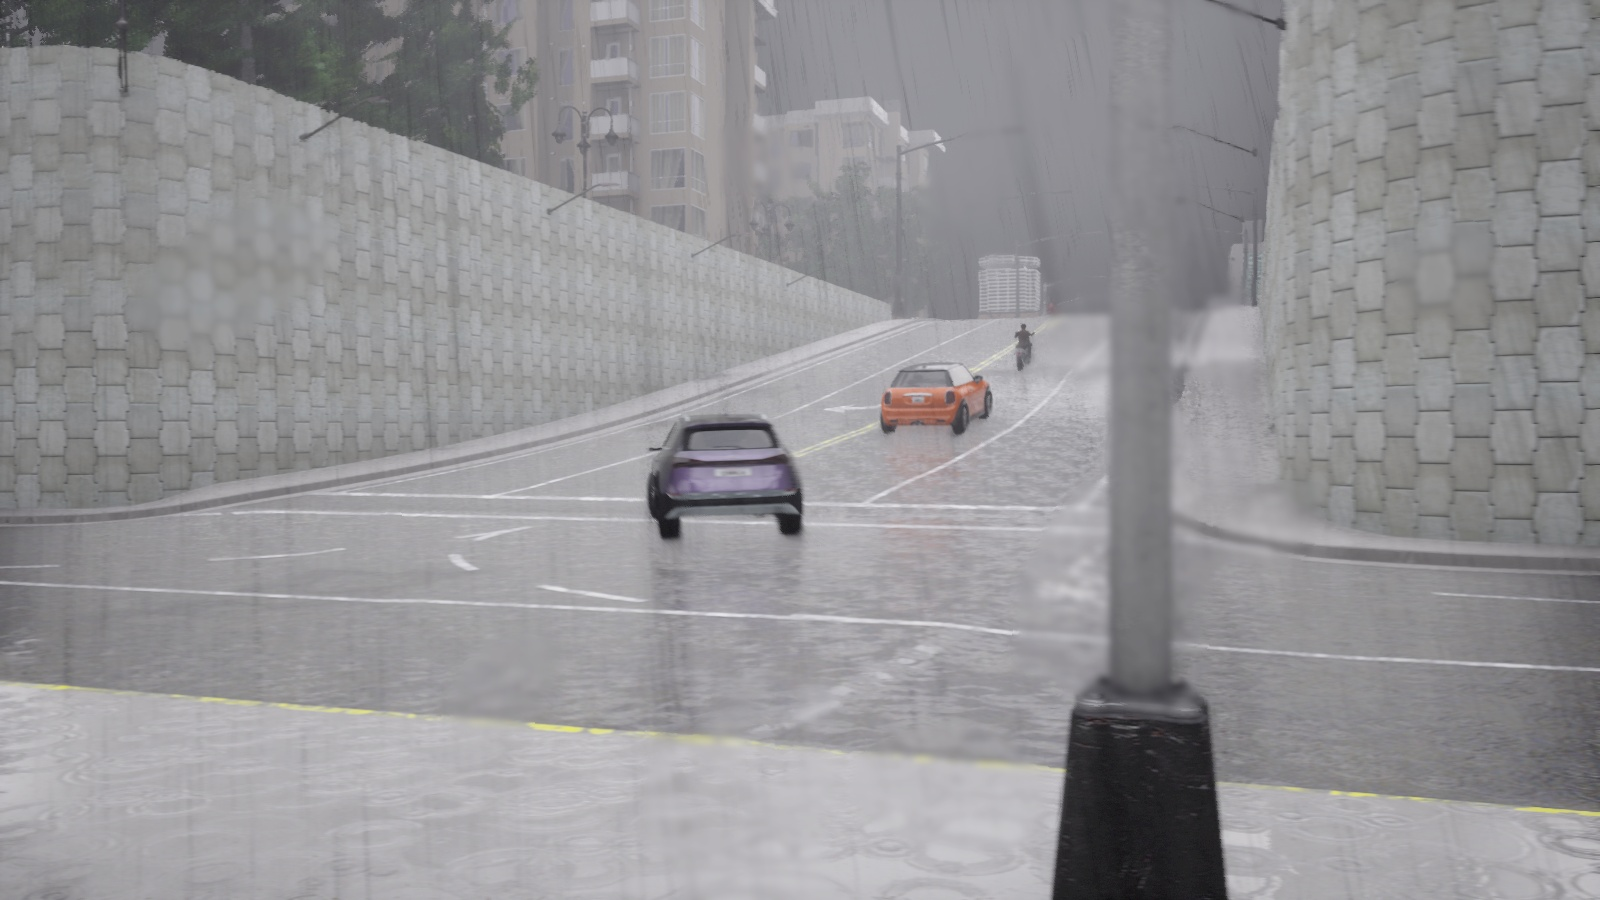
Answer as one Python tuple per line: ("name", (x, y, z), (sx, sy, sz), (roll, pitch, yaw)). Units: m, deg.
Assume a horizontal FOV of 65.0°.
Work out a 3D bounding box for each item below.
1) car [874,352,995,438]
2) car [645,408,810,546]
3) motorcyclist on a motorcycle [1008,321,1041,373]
("car", (3.606, -1.506, 32.911), (2.097, 1.767, 4.553), (1, 8, 20))
("car", (-1.191, 0.253, 18.122), (2.033, 1.649, 4.856), (-2, 2, -7))
("motorcyclist on a motorcycle", (8.143, -3.740, 45.477), (0.766, 1.649, 2.350), (1, 10, 20))
